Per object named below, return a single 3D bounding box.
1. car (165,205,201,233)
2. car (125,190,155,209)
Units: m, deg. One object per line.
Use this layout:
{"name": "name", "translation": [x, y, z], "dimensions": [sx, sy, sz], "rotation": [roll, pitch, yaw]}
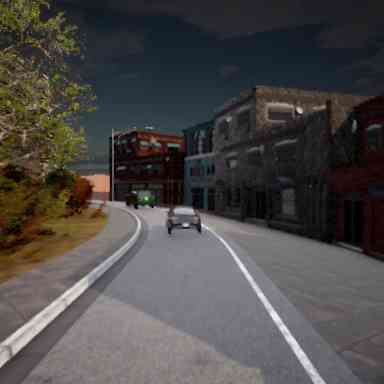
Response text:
{"name": "car", "translation": [-0.565, 1.473, 19.208], "dimensions": [1.812, 1.442, 4.674], "rotation": [0, 1, -6]}
{"name": "car", "translation": [-5.932, 0.769, 37.469], "dimensions": [2.150, 2.045, 5.566], "rotation": [0, 2, -25]}
